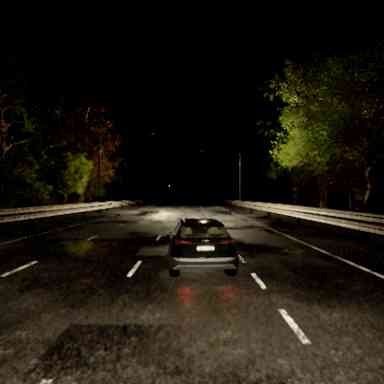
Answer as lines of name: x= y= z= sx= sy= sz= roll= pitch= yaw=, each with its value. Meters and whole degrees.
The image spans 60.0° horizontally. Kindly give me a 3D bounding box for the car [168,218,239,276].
car: x=0.226 y=1.627 z=10.808 sx=2.033 sy=1.649 sz=4.856 roll=0 pitch=-3 yaw=-3
